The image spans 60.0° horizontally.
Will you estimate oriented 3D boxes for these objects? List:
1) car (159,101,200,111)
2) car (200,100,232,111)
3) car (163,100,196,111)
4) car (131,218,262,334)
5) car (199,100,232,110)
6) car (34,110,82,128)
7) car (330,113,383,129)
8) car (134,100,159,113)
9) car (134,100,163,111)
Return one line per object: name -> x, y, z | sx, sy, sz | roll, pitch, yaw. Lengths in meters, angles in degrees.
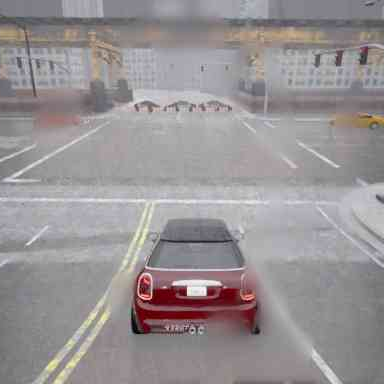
car -> -1.847, -12.656, 49.086 | 4.974, 1.542, 2.038 | -13, 23, -33
car -> 3.536, -12.876, 49.720 | 4.974, 1.542, 2.038 | 11, 22, 28
car -> -1.805, -12.815, 49.062 | 4.536, 1.218, 1.853 | -13, 23, -33
car -> 0.081, 1.343, 7.133 | 2.097, 1.767, 4.553 | 0, 5, 0
car -> 3.491, -13.033, 49.692 | 4.536, 1.218, 1.853 | 11, 22, 28
car -> -13.853, -7.608, 34.342 | 4.553, 1.767, 2.097 | 0, 19, 1
car -> 16.661, -7.260, 33.752 | 5.008, 1.535, 1.882 | 0, 19, 1
car -> -6.454, -12.687, 49.171 | 4.974, 1.542, 2.038 | 18, 26, 42
car -> -6.491, -12.848, 49.153 | 4.536, 1.218, 1.853 | 18, 26, 42
